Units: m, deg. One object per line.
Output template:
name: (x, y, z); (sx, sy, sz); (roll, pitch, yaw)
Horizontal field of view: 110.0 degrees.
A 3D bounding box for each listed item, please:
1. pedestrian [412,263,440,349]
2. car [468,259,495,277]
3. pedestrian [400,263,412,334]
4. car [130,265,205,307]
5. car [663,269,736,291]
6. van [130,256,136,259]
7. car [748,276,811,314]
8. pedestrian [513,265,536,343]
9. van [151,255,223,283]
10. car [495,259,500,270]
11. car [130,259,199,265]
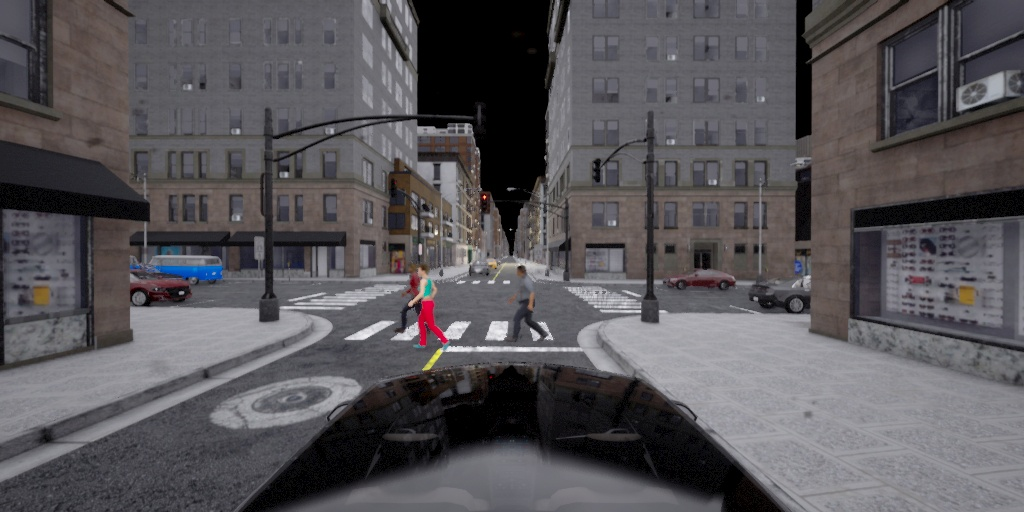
pedestrian: (-1.815, 1.039, 7.572); (0.375, 1.860, 0.375); (0, 0, 0)
car: (-3.126, 1.194, 35.273); (2.128, 1.511, 4.902); (0, 0, 0)
pedestrian: (-2.427, 1.038, 8.771); (0.375, 1.860, 0.375); (0, 0, 0)
car: (-15.156, 1.180, 14.016); (4.507, 1.381, 1.888); (0, 0, 0)
car: (11.633, 1.426, 22.379); (4.207, 1.307, 1.802); (0, 0, 0)
van: (-26.113, 0.817, 22.616); (3.998, 1.789, 1.690); (0, 0, 0)
car: (11.607, 1.448, 13.853); (4.403, 1.370, 2.007); (0, 0, 0)
pedestrian: (0.277, 1.039, 8.174); (0.375, 1.860, 0.375); (0, 0, 0)
van: (-20.622, 0.869, 22.583); (3.998, 1.789, 1.690); (0, 0, 0)
car: (-3.137, 1.150, 50.497); (1.882, 1.535, 5.008); (0, 0, 0)
car: (-18.162, 1.080, 16.786); (4.902, 1.511, 2.128); (1, 0, 0)
